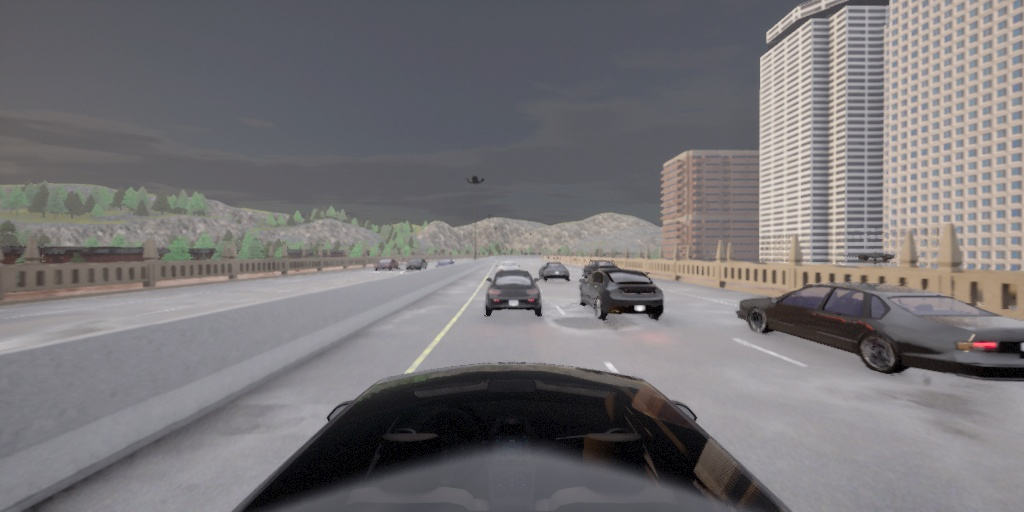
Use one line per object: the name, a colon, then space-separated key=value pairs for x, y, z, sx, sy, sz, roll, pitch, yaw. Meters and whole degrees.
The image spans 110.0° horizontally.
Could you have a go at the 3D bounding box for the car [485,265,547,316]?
car: x=0.031 y=1.212 z=12.921 sx=1.812 sy=1.442 sz=4.674 roll=0 pitch=0 yaw=-1

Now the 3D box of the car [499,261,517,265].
car: x=-0.310 y=1.124 z=28.281 sx=1.812 sy=1.442 sz=4.674 roll=0 pitch=0 yaw=-2

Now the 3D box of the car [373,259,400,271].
car: x=-14.894 y=1.040 z=42.884 sx=1.812 sy=1.442 sz=4.674 roll=0 pitch=0 yaw=-1

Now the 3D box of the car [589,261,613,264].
car: x=6.720 y=1.095 z=27.422 sx=2.128 sy=1.511 sz=4.902 roll=0 pitch=0 yaw=-1

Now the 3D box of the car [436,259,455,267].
car: x=-7.899 y=1.039 z=43.107 sx=1.812 sy=1.442 sz=4.674 roll=0 pitch=0 yaw=-1

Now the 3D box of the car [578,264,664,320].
car: x=3.537 y=1.193 z=12.389 sx=1.837 sy=1.490 sz=4.892 roll=0 pitch=0 yaw=0

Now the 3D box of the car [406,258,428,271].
car: x=-11.404 y=1.018 z=43.247 sx=1.837 sy=1.490 sz=4.892 roll=0 pitch=0 yaw=-1

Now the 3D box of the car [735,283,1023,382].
car: x=7.054 y=1.265 z=7.373 sx=2.033 sy=1.411 sz=5.357 roll=0 pitch=0 yaw=0

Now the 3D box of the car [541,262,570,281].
car: x=3.206 y=1.164 z=27.895 sx=1.994 sy=1.385 sz=4.181 roll=0 pitch=0 yaw=-1
